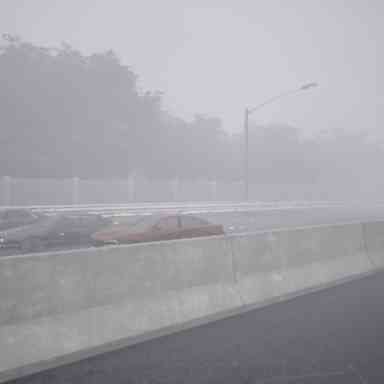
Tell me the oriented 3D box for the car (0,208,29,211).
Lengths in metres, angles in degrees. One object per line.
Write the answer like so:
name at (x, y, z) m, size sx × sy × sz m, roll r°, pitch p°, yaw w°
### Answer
car at (-8.701, 1.512, 14.999) m, size 4.892 × 1.490 × 1.837 m, roll 0°, pitch 0°, yaw -36°

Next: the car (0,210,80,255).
car at (-4.853, 1.555, 13.449) m, size 5.357 × 1.411 × 2.033 m, roll 0°, pitch 0°, yaw -36°

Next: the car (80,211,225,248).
car at (-1.076, 1.486, 11.860) m, size 5.008 × 1.535 × 1.882 m, roll 0°, pitch 0°, yaw -36°
